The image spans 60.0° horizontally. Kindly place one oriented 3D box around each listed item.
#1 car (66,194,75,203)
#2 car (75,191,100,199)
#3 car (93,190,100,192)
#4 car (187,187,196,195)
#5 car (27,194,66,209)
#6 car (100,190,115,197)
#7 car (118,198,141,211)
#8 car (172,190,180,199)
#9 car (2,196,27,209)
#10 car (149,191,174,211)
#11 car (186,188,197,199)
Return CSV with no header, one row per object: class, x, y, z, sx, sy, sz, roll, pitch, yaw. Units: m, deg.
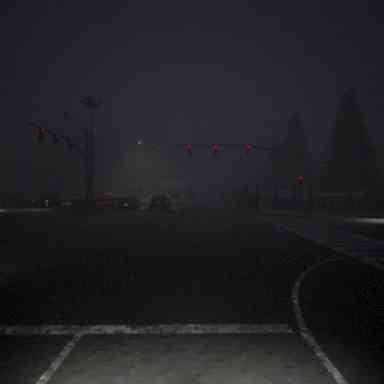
car,-21.078,1.073,57.364,1.812,1.442,4.674,0,1,0
car,-17.584,1.099,56.144,1.812,1.442,4.674,0,1,0
car,-21.113,0.258,71.911,2.033,1.411,5.357,0,4,0
car,-0.149,-0.272,78.557,2.033,1.411,5.357,0,7,0
car,-17.582,1.059,40.521,2.097,1.767,4.553,0,0,0
car,-17.608,0.338,70.906,1.812,1.442,4.674,0,4,0
car,-6.894,1.297,36.828,1.994,1.385,4.181,0,0,0
car,-3.595,0.403,68.483,2.097,1.767,4.553,0,4,0
car,-21.082,1.199,40.443,2.128,1.511,4.902,0,0,0
car,-3.394,1.092,35.857,2.097,1.767,4.553,0,0,0
car,-0.093,0.295,68.137,2.150,2.045,5.566,0,4,0
